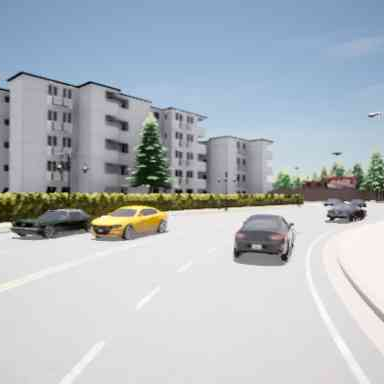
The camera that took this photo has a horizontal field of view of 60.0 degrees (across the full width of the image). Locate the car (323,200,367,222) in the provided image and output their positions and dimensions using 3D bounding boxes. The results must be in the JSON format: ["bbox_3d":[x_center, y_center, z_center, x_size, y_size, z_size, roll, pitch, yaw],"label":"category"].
[{"bbox_3d":[13.007,1.689,27.888,2.033,1.411,5.357,0,0,42],"label":"car"}]

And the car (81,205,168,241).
[{"bbox_3d":[-3.036,1.468,17.080,1.882,1.535,5.008,0,0,25],"label":"car"}]

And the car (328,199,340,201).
[{"bbox_3d":[23.658,1.809,55.319,2.033,1.411,5.357,0,0,42],"label":"car"}]

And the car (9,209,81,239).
[{"bbox_3d":[-6.830,1.558,17.196,1.895,1.301,4.718,0,0,23],"label":"car"}]

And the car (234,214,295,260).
[{"bbox_3d":[2.828,1.563,12.614,1.812,1.442,4.674,0,0,20],"label":"car"}]
